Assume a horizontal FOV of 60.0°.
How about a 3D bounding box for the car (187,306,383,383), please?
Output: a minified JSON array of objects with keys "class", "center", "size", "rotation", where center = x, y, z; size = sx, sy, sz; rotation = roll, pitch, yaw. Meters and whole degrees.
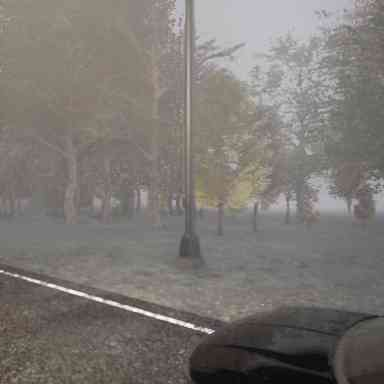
[{"class":"car","center":[2.219,1.461,1.961],"size":[5.008,1.535,1.882],"rotation":[0,1,36]}]
